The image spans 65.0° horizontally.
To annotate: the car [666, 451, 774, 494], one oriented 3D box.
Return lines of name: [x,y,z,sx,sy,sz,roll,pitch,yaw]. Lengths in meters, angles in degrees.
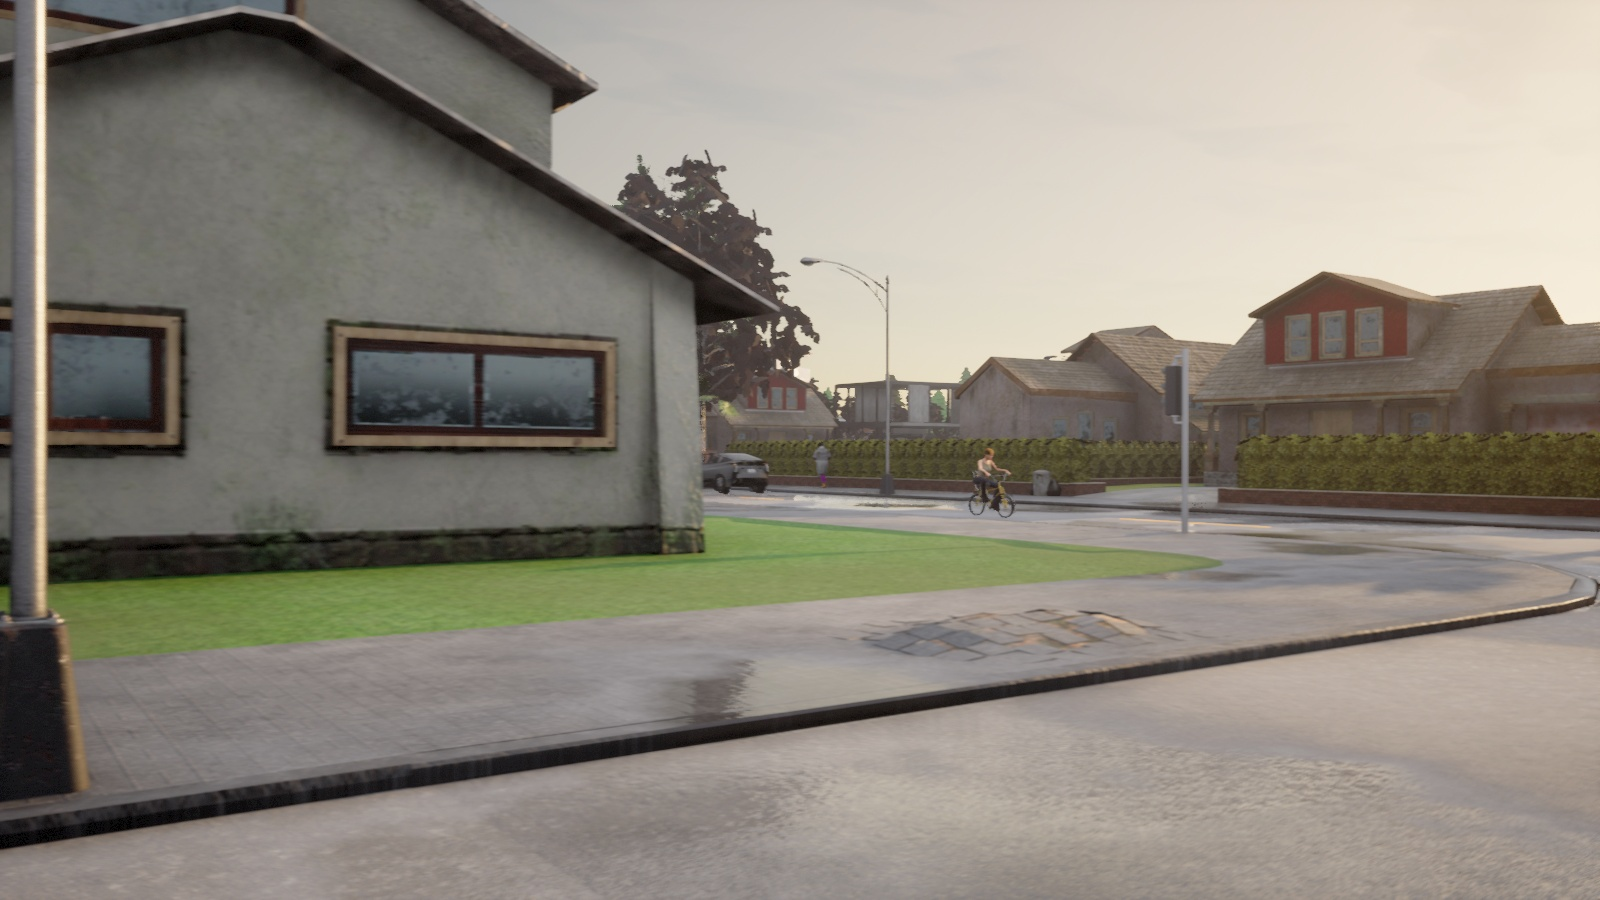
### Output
car: [-3.057,0.813,47.021,2.007,1.525,4.514,0,0,-35]

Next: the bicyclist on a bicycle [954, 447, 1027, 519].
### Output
bicyclist on a bicycle: [4.419,0.744,29.234,0.866,1.612,1.509,0,1,-35]

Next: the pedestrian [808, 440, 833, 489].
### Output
pedestrian: [0.810,0.576,50.215,0.659,1.952,0.873,0,0,-29]
